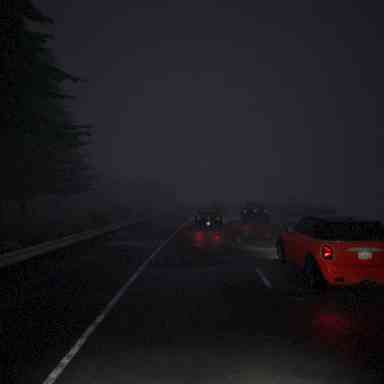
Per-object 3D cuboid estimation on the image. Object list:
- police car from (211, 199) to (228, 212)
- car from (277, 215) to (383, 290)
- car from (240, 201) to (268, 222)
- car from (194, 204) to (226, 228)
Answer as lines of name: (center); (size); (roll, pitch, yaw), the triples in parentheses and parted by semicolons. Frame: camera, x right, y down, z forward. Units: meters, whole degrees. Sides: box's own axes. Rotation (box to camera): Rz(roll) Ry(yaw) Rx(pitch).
police car: (3.396, 1.716, 41.443); (1.930, 1.638, 5.238); (0, -1, 8)
car: (3.857, 1.422, 9.392); (2.097, 1.767, 4.553); (0, 0, 2)
car: (5.228, 1.555, 28.362); (2.097, 1.767, 4.553); (0, 0, 6)
car: (1.259, 1.768, 23.815); (1.895, 1.301, 4.718); (0, 0, 5)
